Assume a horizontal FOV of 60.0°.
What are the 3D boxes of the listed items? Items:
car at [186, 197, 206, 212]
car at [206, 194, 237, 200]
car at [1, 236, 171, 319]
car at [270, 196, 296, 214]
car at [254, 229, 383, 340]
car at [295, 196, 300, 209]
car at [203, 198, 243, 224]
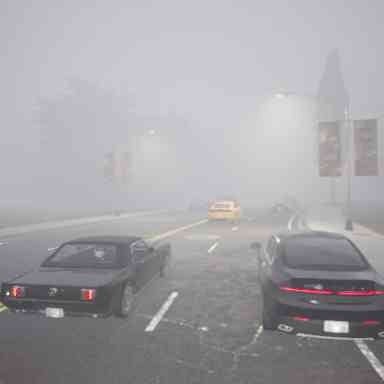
[{"bbox_3d":[1.004,1.454,40.298,2.097,1.767,4.553,-1,0,22],"label":"car"},{"bbox_3d":[3.838,1.274,38.666,2.150,2.045,5.566,-1,0,22],"label":"car"},{"bbox_3d":[-1.826,1.640,7.508,1.895,1.301,4.718,0,0,9],"label":"car"},{"bbox_3d":[9.423,1.477,34.607,1.812,1.442,4.674,-1,0,23],"label":"car"},{"bbox_3d":[2.291,1.512,6.729,1.837,1.490,4.892,0,0,10],"label":"car"},{"bbox_3d":[13.148,1.286,44.165,2.097,1.767,4.553,-1,0,23],"label":"car"},{"bbox_3d":[2.622,1.506,25.390,1.882,1.535,5.008,-1,0,18],"label":"car"}]
